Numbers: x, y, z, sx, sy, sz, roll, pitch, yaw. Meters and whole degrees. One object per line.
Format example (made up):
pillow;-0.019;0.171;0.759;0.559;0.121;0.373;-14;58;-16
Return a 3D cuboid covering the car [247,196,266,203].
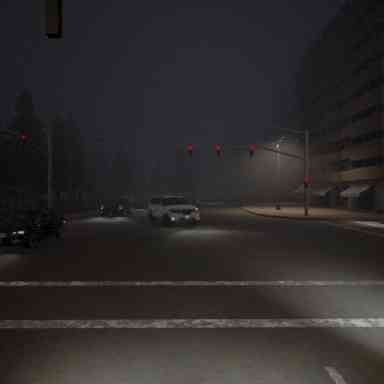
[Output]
car;13.128;1.477;68.087;5.008;1.535;1.882;0;0;-41

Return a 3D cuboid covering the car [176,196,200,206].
car;-0.572;1.491;54.164;2.128;1.511;4.902;0;0;22

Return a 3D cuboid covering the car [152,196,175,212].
car;-3.272;1.352;39.041;2.097;1.767;4.553;0;0;4

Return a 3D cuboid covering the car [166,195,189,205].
car;-2.530;1.350;58.347;2.097;1.767;4.553;0;0;26

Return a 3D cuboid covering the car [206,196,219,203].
car;4.995;1.522;69.966;1.812;1.442;4.674;0;0;42

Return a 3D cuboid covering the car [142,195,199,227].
car;-1.513;1.254;23.848;2.150;2.045;5.566;-1;0;-26

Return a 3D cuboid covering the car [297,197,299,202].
car;21.923;1.525;73.615;4.902;1.511;2.128;0;0;-22

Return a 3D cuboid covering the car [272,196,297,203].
car;18.492;1.477;67.600;5.008;1.535;1.882;0;0;-33

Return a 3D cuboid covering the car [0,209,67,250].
car;-7.087;1.506;14.484;2.128;1.511;4.902;0;0;0

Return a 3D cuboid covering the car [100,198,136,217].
car;-6.992;1.351;31.034;2.097;1.767;4.553;0;0;1

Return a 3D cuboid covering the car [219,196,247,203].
car;8.556;1.492;68.625;4.902;1.511;2.128;0;0;-45

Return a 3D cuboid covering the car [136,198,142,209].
car;-6.326;1.525;44.744;1.812;1.442;4.674;0;0;7
